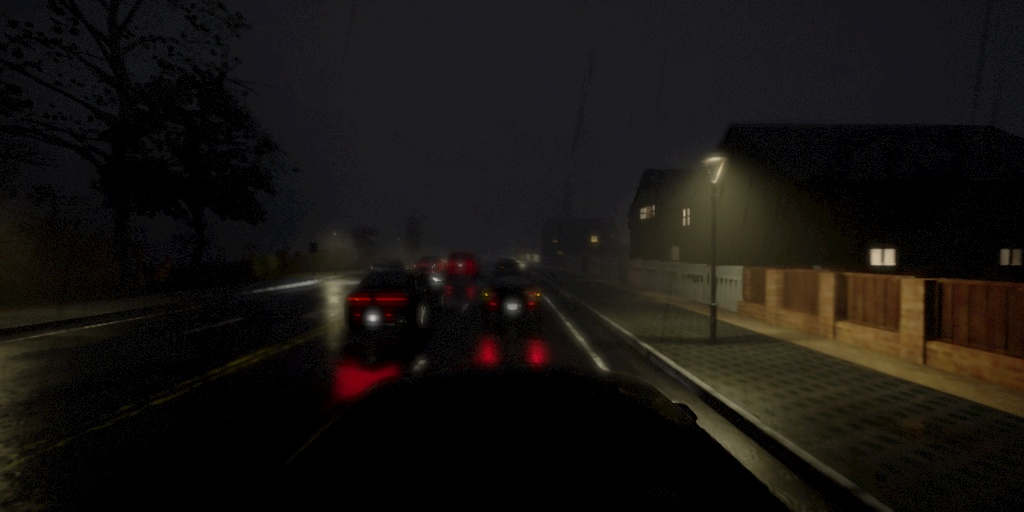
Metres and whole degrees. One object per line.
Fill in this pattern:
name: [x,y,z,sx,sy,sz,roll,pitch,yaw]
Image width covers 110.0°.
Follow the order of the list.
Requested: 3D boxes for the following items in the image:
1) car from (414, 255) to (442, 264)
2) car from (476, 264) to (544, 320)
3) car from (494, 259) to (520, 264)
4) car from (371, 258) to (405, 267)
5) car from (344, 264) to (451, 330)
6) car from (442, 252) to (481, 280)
car: [-7.111,0.790,30.463,2.097,1.767,4.553,0,1,-2]
car: [-0.009,1.164,11.895,1.812,1.442,4.674,0,1,-1]
car: [-0.357,0.963,28.006,1.837,1.490,4.892,0,1,-2]
car: [-10.352,0.938,30.116,2.128,1.511,4.902,0,1,-2]
car: [-3.249,1.158,10.751,1.837,1.490,4.892,0,1,0]
car: [-3.574,0.694,27.005,2.150,2.045,5.566,0,0,-1]
